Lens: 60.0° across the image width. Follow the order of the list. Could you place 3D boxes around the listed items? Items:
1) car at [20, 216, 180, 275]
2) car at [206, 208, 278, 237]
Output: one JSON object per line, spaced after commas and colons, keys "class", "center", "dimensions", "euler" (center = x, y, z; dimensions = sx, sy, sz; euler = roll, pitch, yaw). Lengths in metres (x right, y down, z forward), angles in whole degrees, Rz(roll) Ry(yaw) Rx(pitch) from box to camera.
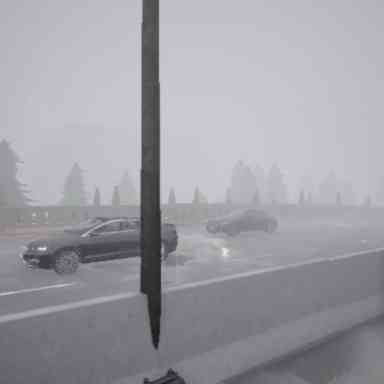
{"class": "car", "center": [-2.722, 1.530, 10.650], "dimensions": [4.902, 1.511, 2.128], "euler": [1, 0, -36]}
{"class": "car", "center": [2.953, 1.658, 18.999], "dimensions": [4.674, 1.442, 1.812], "euler": [1, 0, -35]}
